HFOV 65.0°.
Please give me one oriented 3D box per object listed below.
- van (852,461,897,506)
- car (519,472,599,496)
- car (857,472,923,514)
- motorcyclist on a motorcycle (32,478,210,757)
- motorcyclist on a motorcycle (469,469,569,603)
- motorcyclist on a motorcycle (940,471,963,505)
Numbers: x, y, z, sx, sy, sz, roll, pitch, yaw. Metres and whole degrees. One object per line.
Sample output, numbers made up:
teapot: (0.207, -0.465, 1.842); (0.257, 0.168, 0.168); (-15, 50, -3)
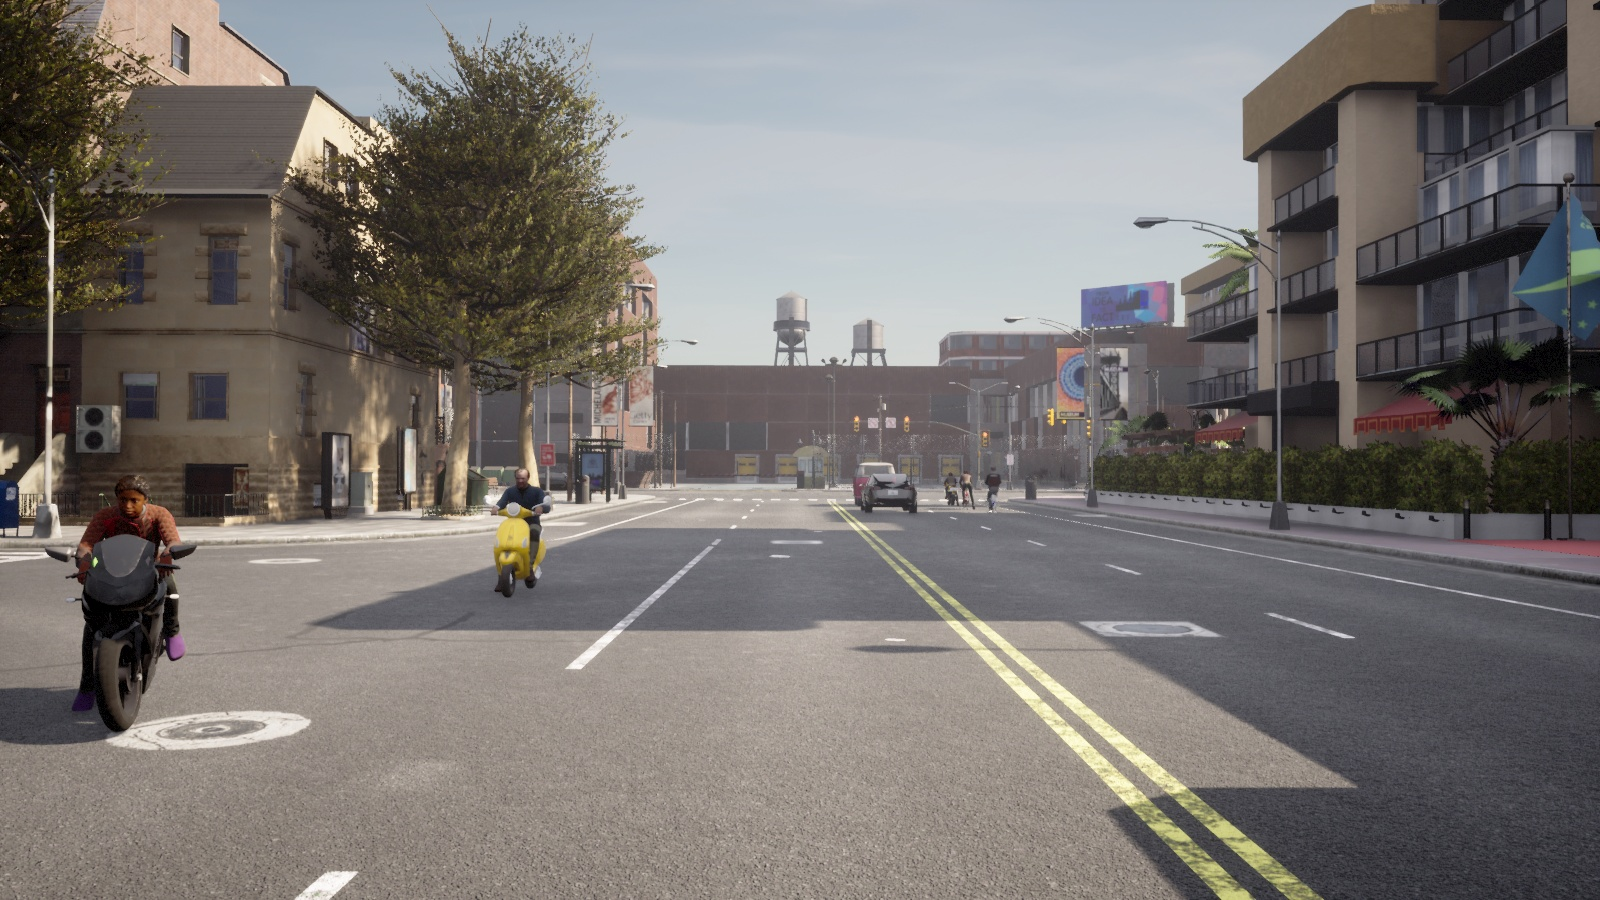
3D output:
van: (3.369, 1.512, 57.213); (1.775, 1.987, 4.442); (0, -1, 0)
car: (-15.983, 2.254, 83.430); (5.008, 1.535, 1.882); (0, -1, 0)
car: (3.391, 1.608, 48.182); (2.163, 1.488, 4.792); (0, -1, 0)
motorcyclist on a motorcycle: (-4.264, 0.948, 8.029); (0.797, 1.523, 2.044); (0, -1, -23)
motorcyclist on a motorcycle: (-3.536, 1.049, 15.957); (0.866, 1.590, 1.817); (0, -1, 0)
motorcyclist on a motorcycle: (6.873, 1.725, 57.068); (0.797, 1.523, 2.044); (0, -1, 0)
